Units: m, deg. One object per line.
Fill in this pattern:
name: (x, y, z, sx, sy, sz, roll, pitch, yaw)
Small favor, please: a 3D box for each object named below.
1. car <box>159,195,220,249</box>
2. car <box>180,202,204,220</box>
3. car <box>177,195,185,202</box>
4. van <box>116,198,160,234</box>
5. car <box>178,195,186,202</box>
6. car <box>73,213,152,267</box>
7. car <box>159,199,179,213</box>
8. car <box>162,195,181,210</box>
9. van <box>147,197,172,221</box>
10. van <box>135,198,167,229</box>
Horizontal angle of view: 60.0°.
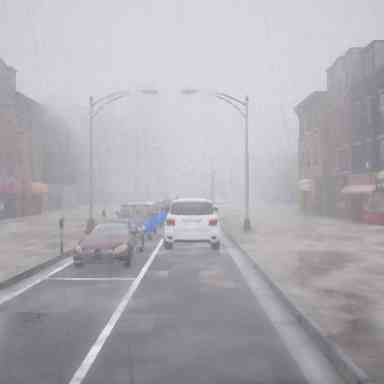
car: (0.000, 1.271, 14.681, 2.150, 2.045, 5.566, 0, 0, 0)
car: (0.000, 1.650, 29.681, 1.895, 1.301, 4.718, 0, 0, 0)
car: (-2.641, 1.651, 82.278, 1.967, 1.590, 4.097, 0, 0, 0)
van: (-2.638, 1.357, 16.809, 1.690, 1.788, 3.998, 0, 0, 0)
car: (-2.641, 1.685, 87.966, 1.967, 1.590, 4.097, 0, 0, 0)
car: (-2.638, 1.590, 11.344, 1.802, 1.307, 4.206, 0, 0, 0)
car: (-2.638, 1.597, 38.666, 2.008, 1.369, 4.403, 0, 0, 0)
car: (-2.639, 1.372, 44.130, 2.192, 1.841, 5.009, 0, 0, 0)
van: (-2.638, 1.371, 27.738, 1.690, 1.788, 3.998, 0, 0, 0)
van: (-2.638, 1.364, 22.273, 1.690, 1.788, 3.998, 0, 0, 0)
